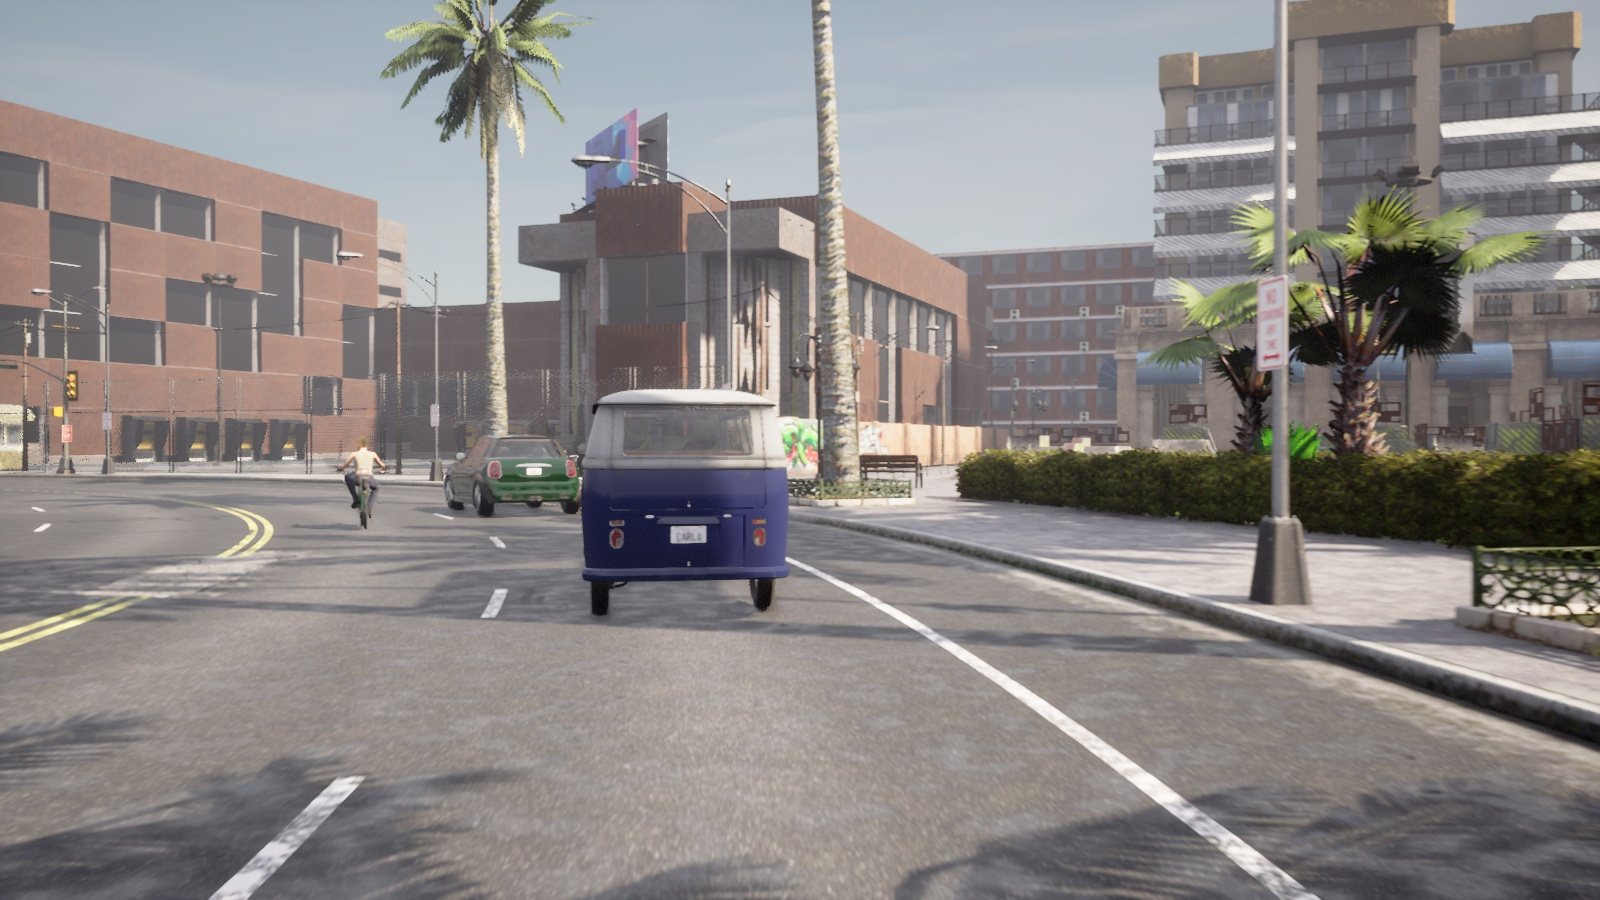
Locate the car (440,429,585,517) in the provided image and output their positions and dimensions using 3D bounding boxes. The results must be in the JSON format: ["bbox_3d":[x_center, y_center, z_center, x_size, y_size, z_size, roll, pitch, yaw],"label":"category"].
[{"bbox_3d":[-6.399,0.447,27.548,2.097,1.767,4.553,0,0,-26],"label":"car"}]

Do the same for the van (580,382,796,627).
[{"bbox_3d":[-1.283,0.428,12.500,1.775,1.987,4.442,0,0,-10],"label":"van"}]

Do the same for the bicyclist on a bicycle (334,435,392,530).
[{"bbox_3d":[-7.752,0.554,22.253,0.866,1.612,1.509,-1,1,-23],"label":"bicyclist on a bicycle"}]
